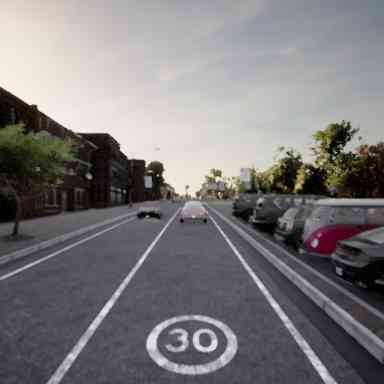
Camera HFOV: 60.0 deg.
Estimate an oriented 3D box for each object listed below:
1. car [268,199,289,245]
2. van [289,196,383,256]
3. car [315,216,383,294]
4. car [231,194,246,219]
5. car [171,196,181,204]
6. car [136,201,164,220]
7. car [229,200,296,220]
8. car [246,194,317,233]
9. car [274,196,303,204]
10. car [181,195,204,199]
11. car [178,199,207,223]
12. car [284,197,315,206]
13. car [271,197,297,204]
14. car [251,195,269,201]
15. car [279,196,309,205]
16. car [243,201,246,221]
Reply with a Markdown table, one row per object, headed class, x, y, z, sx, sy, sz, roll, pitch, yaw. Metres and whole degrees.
| class | x | y | z | sx | sy | sz | roll | pitch | yaw |
| --- | --- | --- | --- | --- | --- | --- | --- | --- | --- |
| car | 5.565 | 1.290 | 12.803 | 4.553 | 1.767 | 2.185 | 0 | 0 | 0 |
| van | 5.482 | 1.201 | 9.999 | 4.442 | 1.987 | 1.878 | 0 | 0 | 0 |
| car | 5.595 | 1.439 | 7.195 | 4.892 | 1.521 | 2.231 | 0 | 0 | 0 |
| car | 5.627 | 1.148 | 24.014 | 5.566 | 2.045 | 2.435 | 0 | 0 | 0 |
| car | -3.244 | 1.673 | 70.128 | 1.837 | 1.490 | 4.892 | 0 | 0 | 0 |
| car | -3.347 | 1.479 | 27.747 | 2.033 | 1.411 | 5.357 | 0 | 0 | 0 |
| car | 5.595 | 1.404 | 26.815 | 4.892 | 1.521 | 2.231 | 0 | 0 | 0 |
| car | 5.625 | 1.157 | 15.604 | 5.566 | 2.045 | 2.435 | 0 | 0 | 0 |
| car | 18.706 | 1.601 | 64.476 | 4.892 | 1.521 | 2.231 | 0 | 0 | 0 |
| car | 0.103 | 1.359 | 40.948 | 2.097 | 1.767 | 4.553 | 0 | 0 | 0 |
| car | 0.101 | 1.448 | 24.829 | 1.812 | 1.442 | 4.674 | 0 | 0 | 0 |
| car | 18.704 | 1.604 | 58.054 | 4.674 | 1.452 | 2.002 | 0 | 0 | 0 |
| car | 18.711 | 1.658 | 67.751 | 4.674 | 1.452 | 2.002 | 0 | 0 | 0 |
| car | 18.764 | 1.629 | 92.088 | 4.553 | 1.767 | 2.185 | 0 | 0 | 0 |
| car | 18.714 | 1.581 | 61.202 | 5.008 | 1.535 | 2.097 | 0 | 0 | 0 |
| car | 5.603 | 1.402 | 18.410 | 4.892 | 1.521 | 2.231 | 0 | 0 | 0 |
